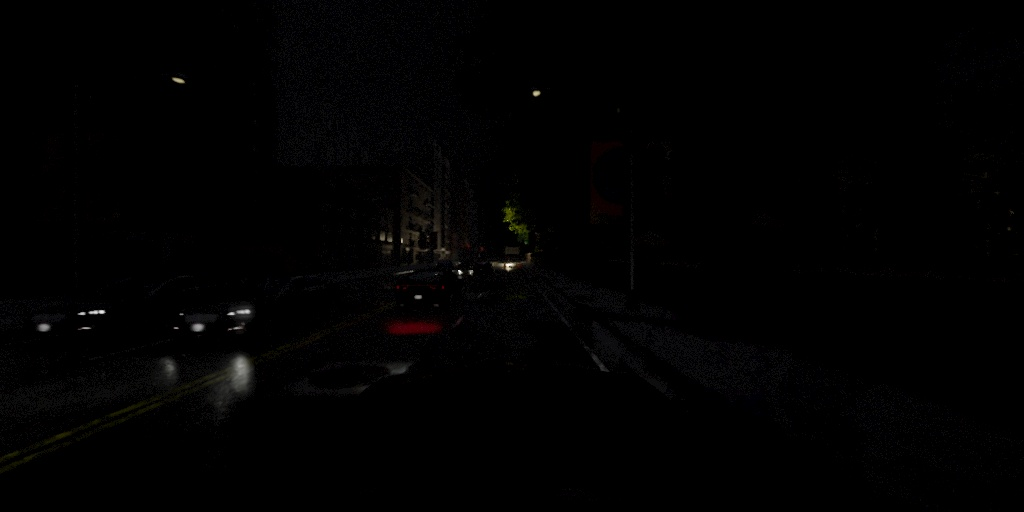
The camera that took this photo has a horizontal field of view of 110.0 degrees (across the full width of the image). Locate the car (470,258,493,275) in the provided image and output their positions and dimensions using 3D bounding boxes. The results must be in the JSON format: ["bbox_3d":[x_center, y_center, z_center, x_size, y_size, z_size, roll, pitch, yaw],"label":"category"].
[{"bbox_3d":[-3.150,1.226,39.458,1.882,1.535,5.008,0,0,0],"label":"car"}]

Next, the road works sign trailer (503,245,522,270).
[{"bbox_3d":[-0.001,0.212,52.553,2.380,3.560,2.880,0,0,0],"label":"road works sign trailer"}]

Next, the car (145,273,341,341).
[{"bbox_3d":[-6.601,1.241,9.985,2.128,1.511,4.902,0,0,0],"label":"car"}]

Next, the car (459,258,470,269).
[{"bbox_3d":[-6.558,1.099,52.440,2.097,1.767,4.553,0,0,0],"label":"car"}]

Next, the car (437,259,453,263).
[{"bbox_3d":[-9.806,1.225,52.572,1.882,1.535,5.008,0,0,0],"label":"car"}]

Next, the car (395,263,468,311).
[{"bbox_3d":[-3.149,1.227,14.516,1.882,1.535,5.008,0,0,0],"label":"car"}]

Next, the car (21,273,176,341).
[{"bbox_3d":[-9.851,1.241,9.994,2.128,1.511,4.902,0,0,0],"label":"car"}]
